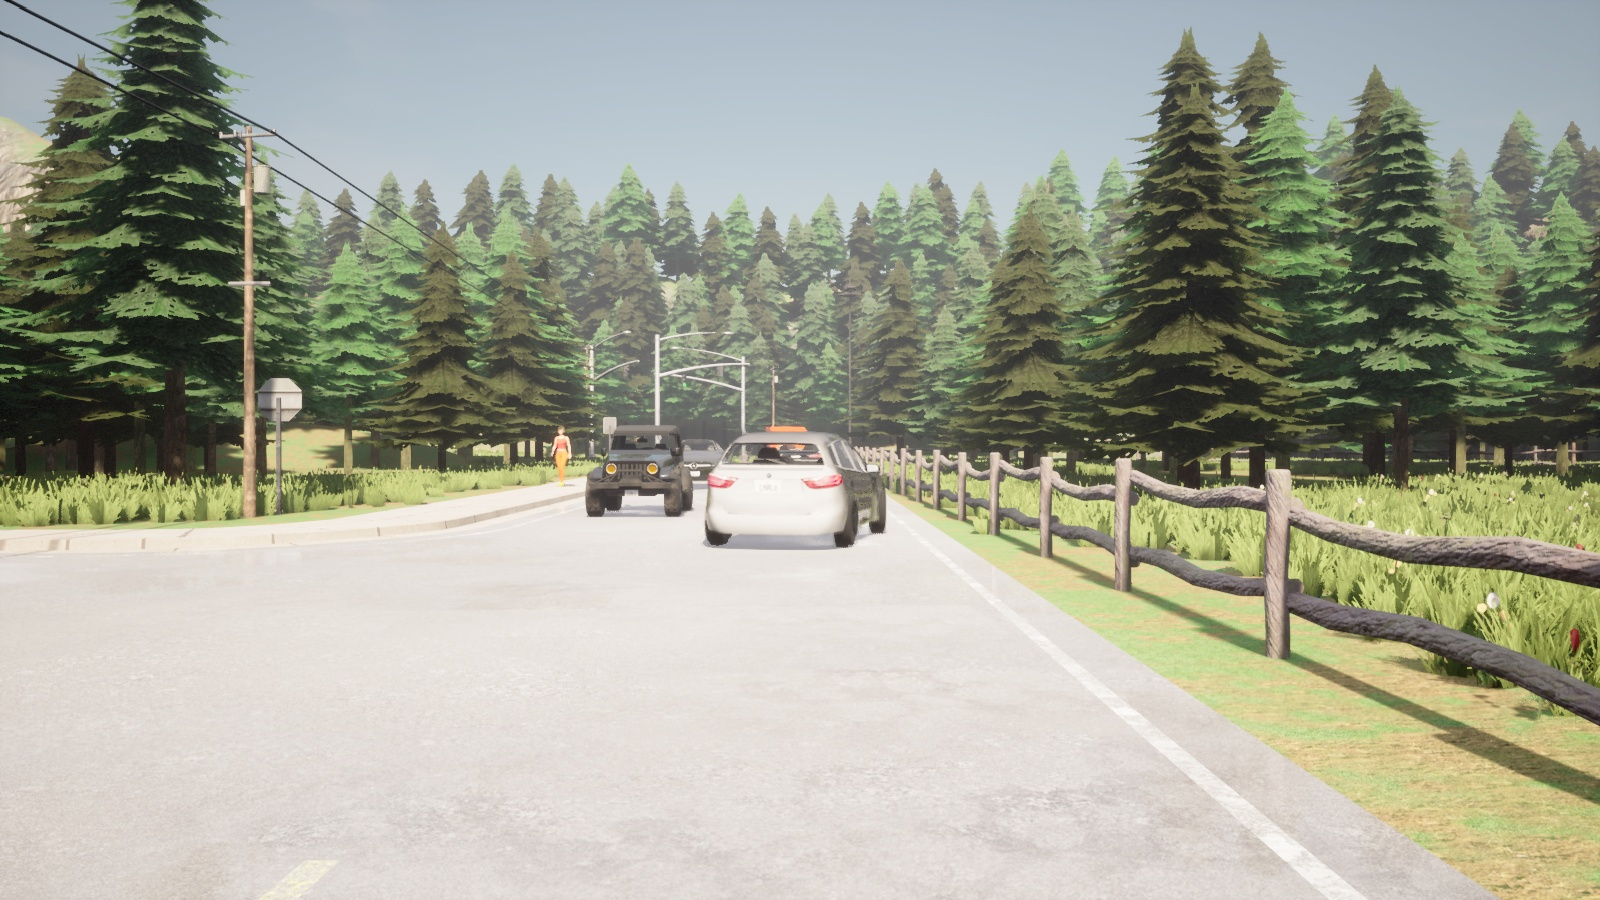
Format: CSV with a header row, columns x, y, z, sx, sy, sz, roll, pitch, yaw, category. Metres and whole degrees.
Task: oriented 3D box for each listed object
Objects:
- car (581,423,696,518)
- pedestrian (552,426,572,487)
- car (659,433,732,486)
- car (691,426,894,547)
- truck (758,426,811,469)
x,y,z,sx,sy,sz,roll,pitch,yaw,category
-3.336,0.389,26.623,1.905,1.878,3.866,0,0,0,car
-7.237,0.186,38.146,0.345,1.836,0.594,0,0,18,pedestrian
-3.429,0.290,42.035,2.152,1.651,5.027,0,0,-2,car
0.047,0.481,19.741,2.242,1.667,4.611,0,0,12,car
-1.000,-0.158,75.171,2.627,2.467,5.204,0,0,-7,truck
